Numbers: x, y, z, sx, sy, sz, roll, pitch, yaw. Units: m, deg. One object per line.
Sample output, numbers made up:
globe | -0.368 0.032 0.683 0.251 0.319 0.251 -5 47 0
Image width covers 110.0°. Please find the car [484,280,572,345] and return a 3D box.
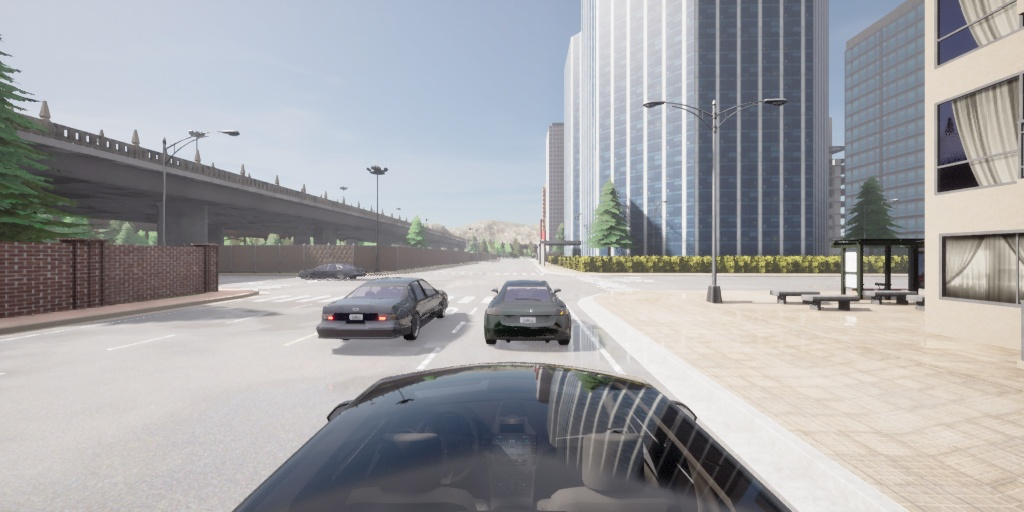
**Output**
car | 0.382 1.314 9.531 1.994 1.385 4.181 0 0 1

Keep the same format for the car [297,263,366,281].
car | -15.338 1.344 30.580 5.357 1.411 2.033 0 0 6

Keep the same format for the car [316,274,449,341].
car | -3.124 1.297 9.863 2.033 1.411 5.357 0 0 2
